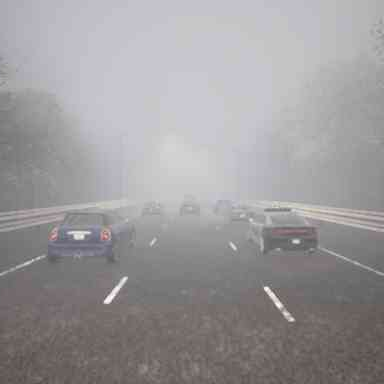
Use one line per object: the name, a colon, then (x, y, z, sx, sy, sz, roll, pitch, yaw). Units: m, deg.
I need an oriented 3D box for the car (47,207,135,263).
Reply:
car: (-3.419, 1.383, 12.176, 2.097, 1.767, 4.553, 0, 0, 0)

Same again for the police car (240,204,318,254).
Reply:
police car: (3.482, 1.459, 13.742, 1.930, 1.638, 5.238, 0, 0, 0)

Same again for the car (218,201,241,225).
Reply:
car: (3.413, 1.607, 24.669, 2.033, 1.411, 5.357, 0, 0, 0)

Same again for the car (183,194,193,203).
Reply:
car: (-1.024, 1.389, 76.052, 2.150, 2.045, 5.566, 0, 0, -2)

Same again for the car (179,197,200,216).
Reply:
car: (-0.236, 1.583, 33.609, 2.163, 1.488, 4.792, 0, 0, 0)

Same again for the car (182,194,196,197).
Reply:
car: (-0.519, 1.356, 59.062, 2.150, 2.045, 5.566, 0, 0, -1)

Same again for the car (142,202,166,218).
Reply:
car: (-3.555, 1.622, 31.334, 2.033, 1.411, 5.357, 0, 0, -1)

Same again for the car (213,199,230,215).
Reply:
car: (3.298, 1.515, 35.706, 2.033, 1.649, 4.856, 0, 0, -1)
